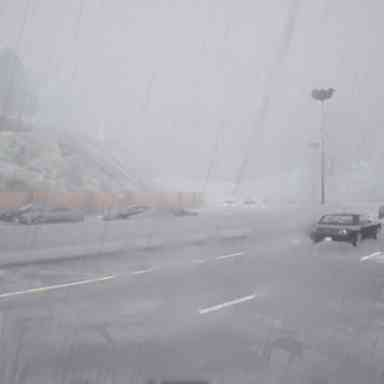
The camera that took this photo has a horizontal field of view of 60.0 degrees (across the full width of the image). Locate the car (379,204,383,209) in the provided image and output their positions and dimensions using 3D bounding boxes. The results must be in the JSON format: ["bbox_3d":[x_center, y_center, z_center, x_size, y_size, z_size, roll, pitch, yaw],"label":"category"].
[{"bbox_3d":[17.787,1.594,29.632,1.994,1.385,4.181,0,0,31],"label":"car"}]

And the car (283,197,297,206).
[{"bbox_3d":[17.213,1.613,58.587,1.837,1.490,4.892,0,0,10],"label":"car"}]

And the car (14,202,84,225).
[{"bbox_3d":[-9.787,1.655,23.416,4.181,1.385,1.994,0,0,-42],"label":"car"}]

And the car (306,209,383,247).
[{"bbox_3d":[7.080,1.623,15.173,1.895,1.301,4.718,0,0,43],"label":"car"}]

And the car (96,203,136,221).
[{"bbox_3d":[-4.420,1.568,23.686,2.128,1.511,4.902,0,0,44],"label":"car"}]

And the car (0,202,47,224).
[{"bbox_3d":[-12.163,1.582,25.914,5.008,1.535,1.882,0,0,-42],"label":"car"}]

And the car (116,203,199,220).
[{"bbox_3d":[-1.799,1.610,21.241,2.033,1.411,5.357,0,0,45],"label":"car"}]

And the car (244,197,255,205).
[{"bbox_3d":[10.526,1.681,60.768,2.033,1.411,5.357,0,0,9],"label":"car"}]

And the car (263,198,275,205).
[{"bbox_3d":[14.142,1.725,61.449,1.895,1.301,4.718,0,0,8],"label":"car"}]

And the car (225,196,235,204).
[{"bbox_3d":[7.846,1.640,68.159,1.882,1.535,5.008,0,0,6],"label":"car"}]
